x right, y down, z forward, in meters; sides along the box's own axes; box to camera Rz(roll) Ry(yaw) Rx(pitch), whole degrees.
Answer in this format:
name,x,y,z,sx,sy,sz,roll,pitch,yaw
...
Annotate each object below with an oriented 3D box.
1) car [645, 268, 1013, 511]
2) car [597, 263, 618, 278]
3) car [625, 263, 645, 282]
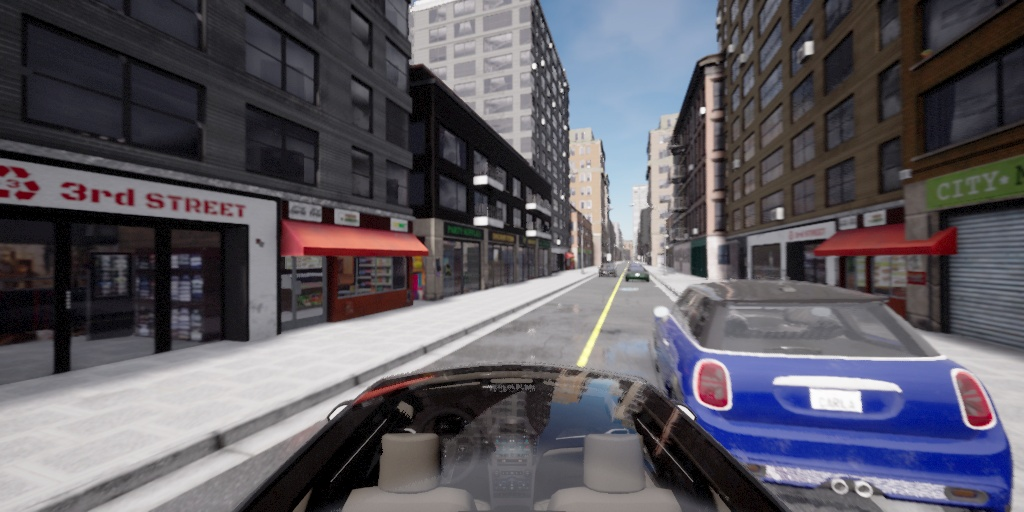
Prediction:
name,x,y,z,sx,sy,sz,roll,pitch,yaw
car,3.010,1.079,4.619,2.097,1.767,4.553,-3,-1,18
car,10.296,1.536,38.533,1.837,1.490,4.892,-1,-1,18
car,11.010,1.529,31.657,1.994,1.385,4.181,-1,0,18
